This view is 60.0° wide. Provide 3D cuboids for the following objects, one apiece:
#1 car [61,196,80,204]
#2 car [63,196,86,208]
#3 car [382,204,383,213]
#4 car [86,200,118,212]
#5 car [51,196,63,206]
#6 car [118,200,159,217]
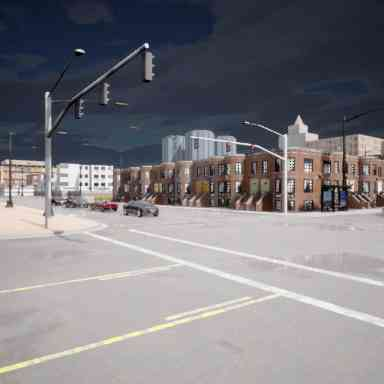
[{"bbox_3d":[-23.014,1.491,62.773,2.128,1.511,4.902,0,0,-36],"label":"car"},{"bbox_3d":[-16.277,1.352,47.138,2.097,1.767,4.553,0,0,-36],"label":"car"},{"bbox_3d":[20.214,1.222,31.415,5.566,2.045,2.150,0,0,-36],"label":"car"},{"bbox_3d":[-10.331,1.601,38.889,1.895,1.301,4.718,0,0,-36],"label":"car"},{"bbox_3d":[-22.298,1.492,55.551,2.128,1.511,4.902,0,0,-35],"label":"car"},{"bbox_3d":[-4.866,1.505,31.318,1.837,1.490,4.892,0,0,-36],"label":"car"}]
